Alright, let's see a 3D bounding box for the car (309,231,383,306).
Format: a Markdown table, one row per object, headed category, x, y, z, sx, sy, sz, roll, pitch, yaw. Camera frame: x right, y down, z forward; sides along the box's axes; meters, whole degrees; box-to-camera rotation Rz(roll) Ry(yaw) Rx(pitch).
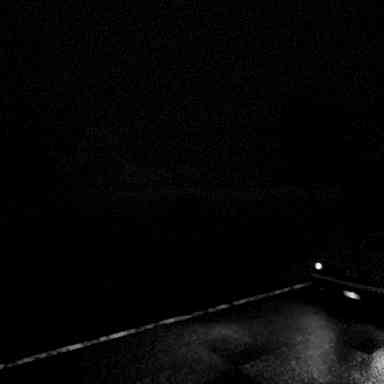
| category | x | y | z | sx | sy | sz | roll | pitch | yaw |
| --- | --- | --- | --- | --- | --- | --- | --- | --- | --- |
| car | 4.708 | 1.556 | 7.356 | 4.718 | 1.301 | 1.895 | 0 | 0 | -36 |
